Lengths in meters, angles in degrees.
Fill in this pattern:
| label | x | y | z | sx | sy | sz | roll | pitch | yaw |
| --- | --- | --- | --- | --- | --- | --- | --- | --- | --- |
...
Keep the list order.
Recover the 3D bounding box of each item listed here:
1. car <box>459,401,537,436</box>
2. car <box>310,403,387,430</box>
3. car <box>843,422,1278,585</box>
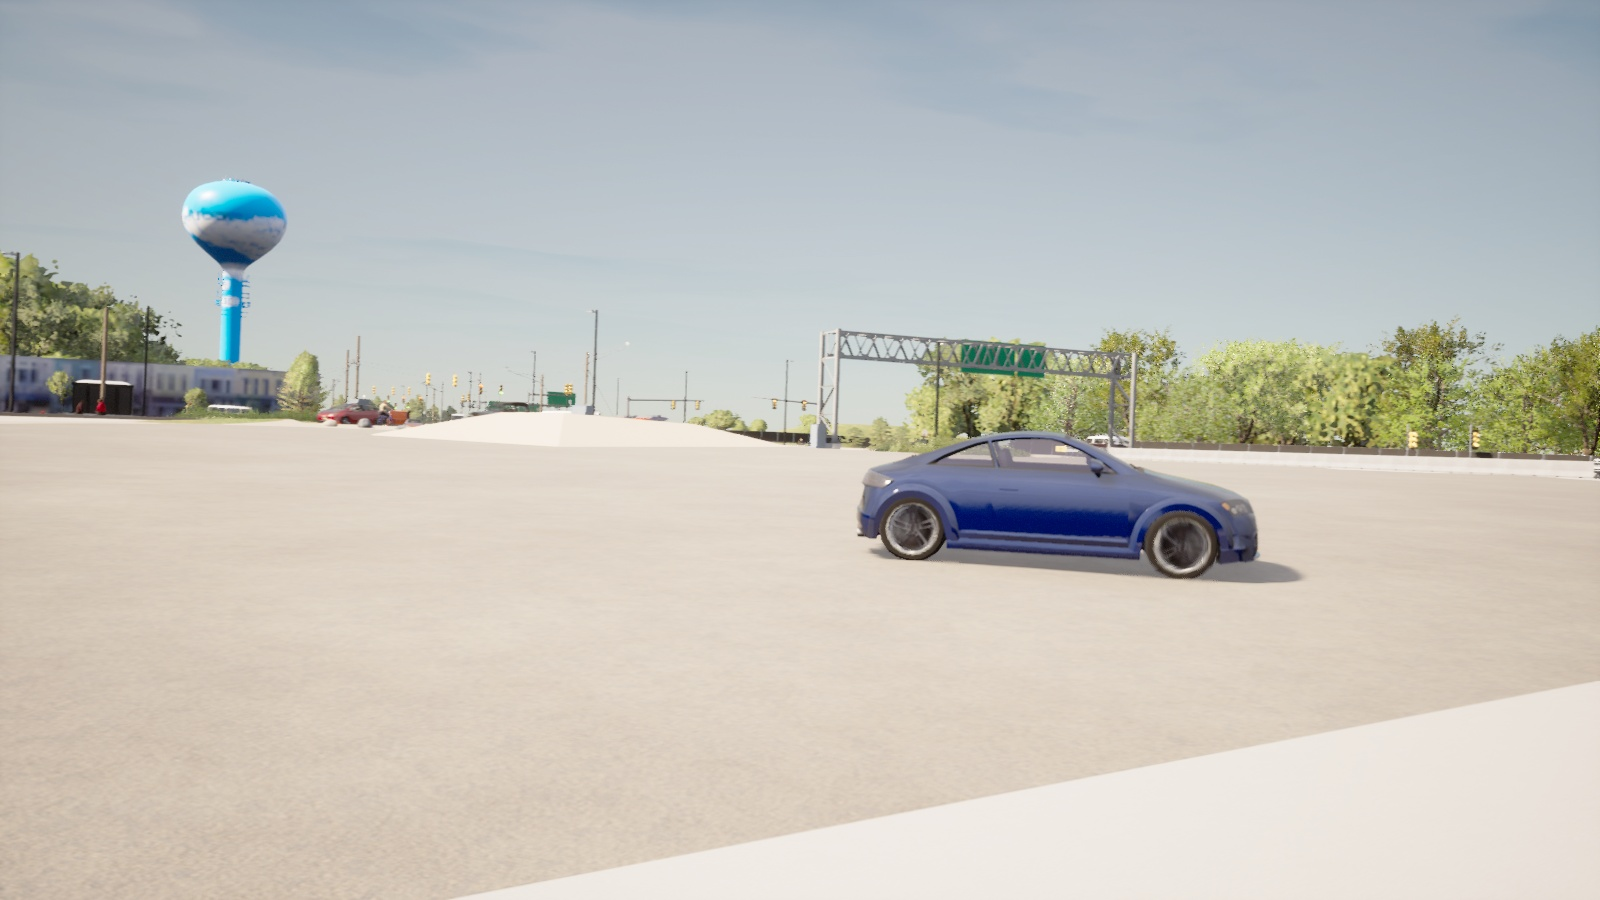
| label | x | y | z | sx | sy | sz | roll | pitch | yaw |
| --- | --- | --- | --- | --- | --- | --- | --- | --- | --- |
| car | -17.339 | -1.804 | 72.110 | 3.866 | 1.878 | 1.905 | 1 | 1 | -44 |
| car | -28.656 | -2.114 | 79.892 | 2.007 | 1.525 | 4.514 | 1 | 0 | 24 |
| car | 2.710 | 0.486 | 13.456 | 4.181 | 1.385 | 1.994 | 3 | 3 | 11 |
